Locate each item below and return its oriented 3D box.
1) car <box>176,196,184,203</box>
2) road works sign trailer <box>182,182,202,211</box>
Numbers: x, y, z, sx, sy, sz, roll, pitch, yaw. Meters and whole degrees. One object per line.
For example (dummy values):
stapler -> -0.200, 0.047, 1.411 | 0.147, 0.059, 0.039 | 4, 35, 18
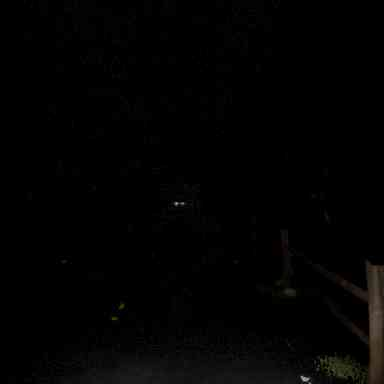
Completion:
car -> -2.750, 1.645, 75.932 | 1.812, 1.442, 4.674 | 0, 0, 0
road works sign trailer -> 0.000, 0.521, 41.210 | 2.380, 3.560, 2.880 | 0, 0, 0
